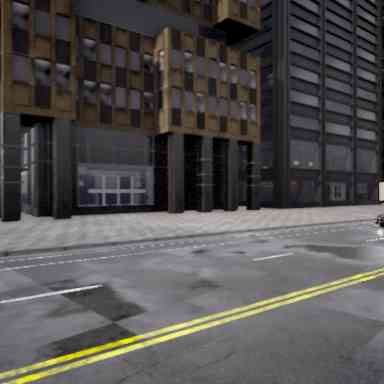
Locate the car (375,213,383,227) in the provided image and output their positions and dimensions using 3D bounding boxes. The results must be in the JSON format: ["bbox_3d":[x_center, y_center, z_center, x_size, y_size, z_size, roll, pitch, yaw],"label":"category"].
[{"bbox_3d":[14.159,1.579,21.766,5.357,1.411,2.033,0,0,-35],"label":"car"}]
